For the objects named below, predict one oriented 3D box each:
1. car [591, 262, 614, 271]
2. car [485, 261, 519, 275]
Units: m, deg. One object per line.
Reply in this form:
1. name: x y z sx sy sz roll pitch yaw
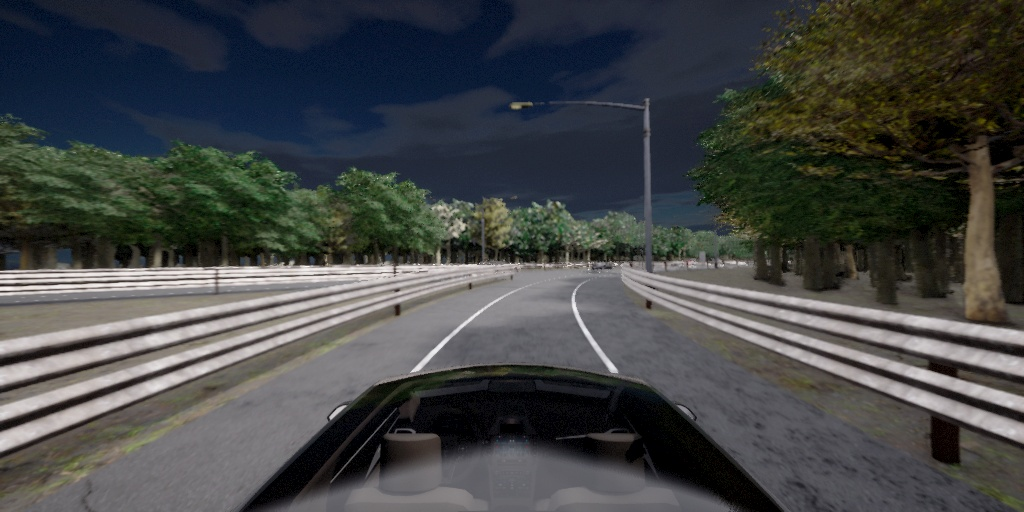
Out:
1. car: 14.307 1.665 56.569 4.674 1.442 1.812 1 -2 -45
2. car: -1.316 1.348 41.016 4.553 1.767 2.097 0 -1 -45
